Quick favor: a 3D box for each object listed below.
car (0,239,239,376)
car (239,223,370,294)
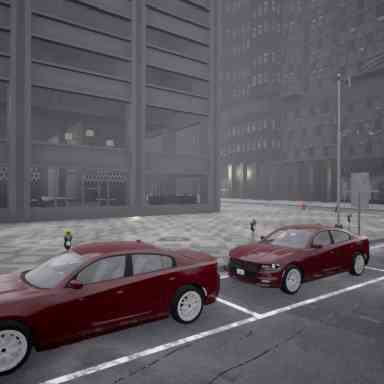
[{"bbox_3d":[-1.573,1.545,5.548,4.507,1.381,1.887,0,0,-36],"label":"car"},{"bbox_3d":[2.914,1.546,8.772,4.507,1.381,1.887,0,0,-36],"label":"car"}]
